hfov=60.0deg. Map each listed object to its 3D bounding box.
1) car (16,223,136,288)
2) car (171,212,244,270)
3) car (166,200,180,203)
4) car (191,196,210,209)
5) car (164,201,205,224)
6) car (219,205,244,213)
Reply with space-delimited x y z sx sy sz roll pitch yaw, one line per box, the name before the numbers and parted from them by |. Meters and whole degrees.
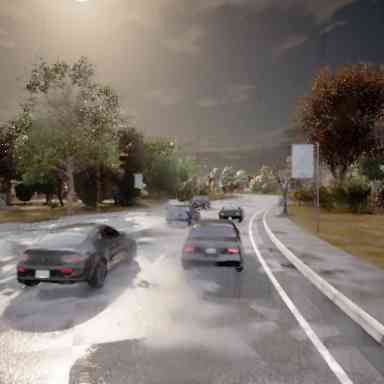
car | -2.946 1.586 9.334 1.812 1.442 4.674 0 0 6
car | 0.765 1.632 11.350 2.033 1.411 5.357 0 0 6
car | -2.618 1.838 48.580 1.812 1.442 4.674 0 0 16
car | 1.215 1.552 49.288 2.150 2.045 5.566 0 -1 16
car | -0.627 1.731 26.162 2.033 1.411 5.357 0 0 11
car | 3.494 1.817 28.808 1.895 1.301 4.718 0 0 12
